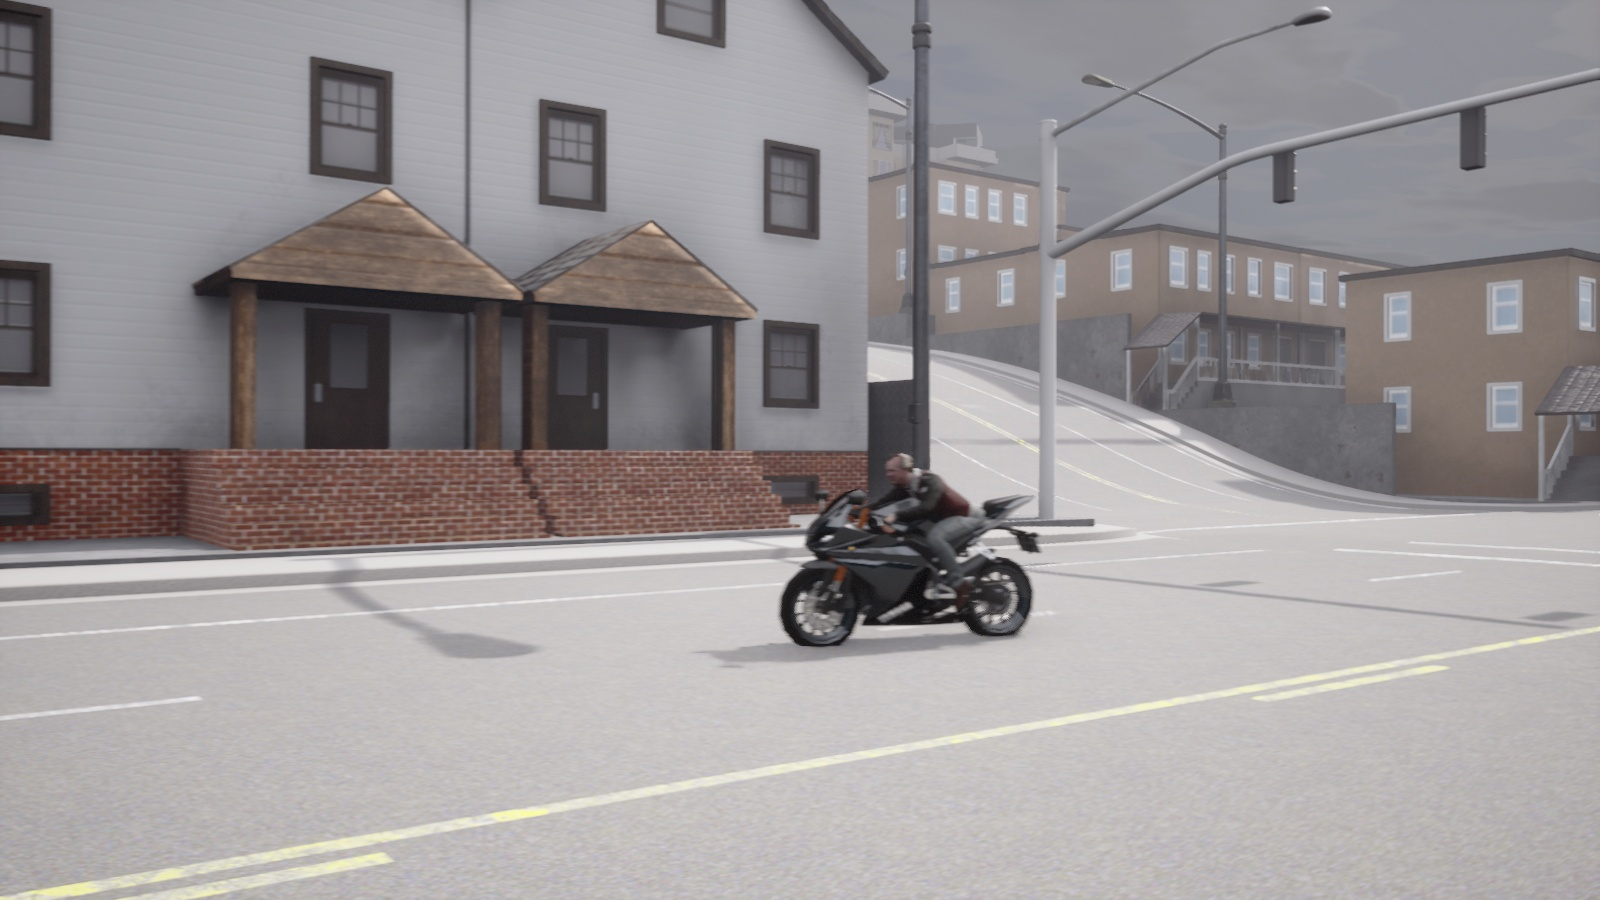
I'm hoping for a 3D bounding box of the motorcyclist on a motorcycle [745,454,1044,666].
[{"bbox_3d":[0.743,0.803,9.908,2.191,1.530,0.866,0,0,-21],"label":"motorcyclist on a motorcycle"}]
